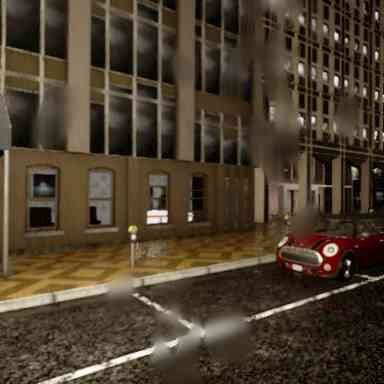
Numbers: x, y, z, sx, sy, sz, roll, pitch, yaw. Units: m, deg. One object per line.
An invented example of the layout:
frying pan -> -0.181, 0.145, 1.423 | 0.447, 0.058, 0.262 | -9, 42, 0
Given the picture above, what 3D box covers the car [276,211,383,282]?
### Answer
car -> 4.306, 1.393, 9.620 | 4.097, 1.590, 1.967 | 0, 1, -36
